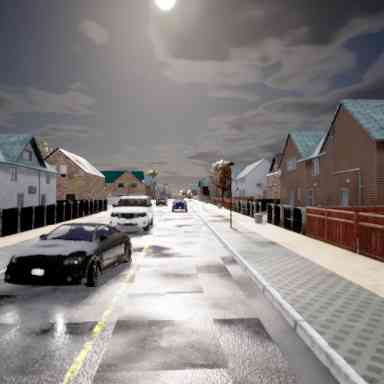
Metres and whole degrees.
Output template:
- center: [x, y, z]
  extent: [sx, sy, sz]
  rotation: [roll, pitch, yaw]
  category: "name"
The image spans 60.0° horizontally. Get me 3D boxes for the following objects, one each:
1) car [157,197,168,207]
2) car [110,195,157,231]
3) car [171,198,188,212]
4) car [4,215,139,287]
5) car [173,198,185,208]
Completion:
- center: [-5.057, 1.672, 55.358]
  extent: [1.837, 1.490, 4.892]
  rotation: [0, 0, -2]
  category: "car"
- center: [-3.645, 1.245, 20.909]
  extent: [2.150, 2.045, 5.566]
  rotation: [0, 1, -2]
  category: "car"
- center: [-1.523, 1.625, 40.979]
  extent: [1.812, 1.442, 4.674]
  rotation: [0, 0, -2]
  category: "car"
- center: [-3.131, 1.576, 9.273]
  extent: [1.994, 1.385, 4.181]
  rotation: [0, 0, 7]
  category: "car"
- center: [-1.939, 1.671, 51.014]
  extent: [1.812, 1.442, 4.674]
  rotation: [0, 0, -2]
  category: "car"
